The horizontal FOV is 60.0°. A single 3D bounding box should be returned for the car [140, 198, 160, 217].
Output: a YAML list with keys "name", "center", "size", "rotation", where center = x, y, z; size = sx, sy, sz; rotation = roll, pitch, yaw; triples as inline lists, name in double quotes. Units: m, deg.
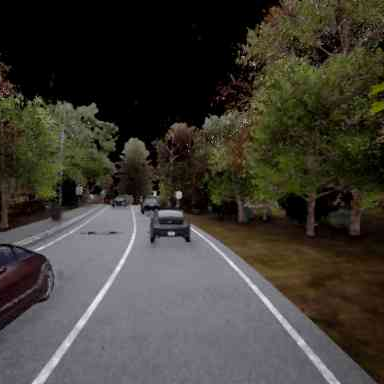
- name: "car"
  center: [-4.598, 1.410, 36.801]
  size: [2.097, 1.767, 4.553]
  rotation: [1, 0, -11]

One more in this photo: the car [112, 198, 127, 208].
- name: "car"
  center: [-10.382, 1.583, 47.656]
  size: [1.994, 1.385, 4.181]
  rotation: [1, 0, -10]

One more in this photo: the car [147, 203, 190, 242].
- name: "car"
  center: [-1.186, 1.543, 16.716]
  size: [1.837, 1.490, 4.892]
  rotation: [1, 0, -7]

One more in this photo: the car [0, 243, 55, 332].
- name: "car"
  center: [-3.862, 1.575, 5.457]
  size: [1.994, 1.385, 4.181]
  rotation: [0, 0, -3]
